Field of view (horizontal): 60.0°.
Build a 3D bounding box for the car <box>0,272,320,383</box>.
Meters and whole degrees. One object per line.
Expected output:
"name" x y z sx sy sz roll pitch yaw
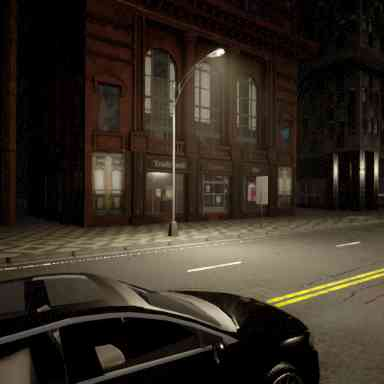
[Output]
"car" -0.922 1.492 2.782 4.902 1.511 2.128 0 0 -35
